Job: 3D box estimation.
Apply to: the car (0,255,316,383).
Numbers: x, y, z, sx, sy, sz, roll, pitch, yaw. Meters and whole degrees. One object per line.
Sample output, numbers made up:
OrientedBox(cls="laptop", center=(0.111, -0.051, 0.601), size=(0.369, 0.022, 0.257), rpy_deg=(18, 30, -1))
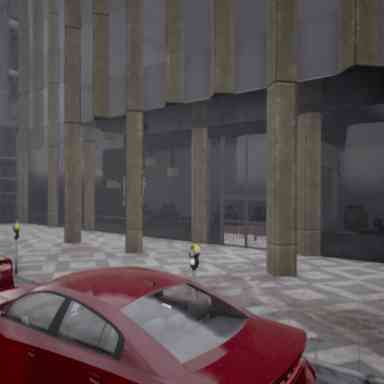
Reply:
OrientedBox(cls="car", center=(-1.022, 1.536, 3.694), size=(4.507, 1.381, 1.887), rpy_deg=(0, 0, 36))
